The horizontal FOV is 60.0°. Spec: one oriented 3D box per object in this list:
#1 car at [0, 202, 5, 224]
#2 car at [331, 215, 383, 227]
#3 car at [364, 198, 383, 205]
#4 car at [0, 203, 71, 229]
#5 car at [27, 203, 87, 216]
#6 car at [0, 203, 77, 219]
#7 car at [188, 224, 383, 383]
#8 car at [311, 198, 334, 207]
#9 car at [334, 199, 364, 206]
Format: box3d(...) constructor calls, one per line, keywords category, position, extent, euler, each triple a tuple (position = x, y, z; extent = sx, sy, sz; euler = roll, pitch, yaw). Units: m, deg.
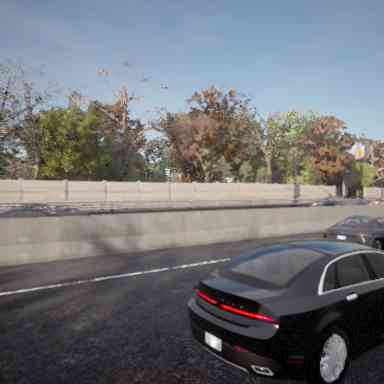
box3d(category="car", position=(-15.768, 1.477, 22.781), extent=(5.008, 1.535, 1.882), euler=(0, 0, -36))
box3d(category="car", position=(6.963, 1.605, 13.011), extent=(4.181, 1.385, 1.994), euler=(0, 0, -35))
box3d(category="car", position=(25.009, 1.509, 43.295), extent=(4.553, 1.767, 2.097), euler=(0, 0, -35))
box3d(category="car", position=(-10.829, 1.516, 22.063), extent=(4.892, 1.490, 1.837), euler=(0, 0, -35))
box3d(category="car", position=(-8.561, 1.503, 19.381), extent=(4.902, 1.511, 2.128), euler=(0, 0, -35))
box3d(category="car", position=(-8.228, 1.483, 15.321), extent=(5.008, 1.535, 1.882), euler=(0, 0, -35))
box3d(category="car", position=(2.223, 1.519, 5.331), extent=(4.892, 1.490, 1.837), euler=(0, 0, -36))
box3d(category="car", position=(19.152, 1.641, 47.711), extent=(4.902, 1.511, 2.128), euler=(1, 0, -35))
box3d(category="car", position=(22.336, 1.701, 45.694), extent=(5.357, 1.411, 2.033), euler=(0, 0, -35))
